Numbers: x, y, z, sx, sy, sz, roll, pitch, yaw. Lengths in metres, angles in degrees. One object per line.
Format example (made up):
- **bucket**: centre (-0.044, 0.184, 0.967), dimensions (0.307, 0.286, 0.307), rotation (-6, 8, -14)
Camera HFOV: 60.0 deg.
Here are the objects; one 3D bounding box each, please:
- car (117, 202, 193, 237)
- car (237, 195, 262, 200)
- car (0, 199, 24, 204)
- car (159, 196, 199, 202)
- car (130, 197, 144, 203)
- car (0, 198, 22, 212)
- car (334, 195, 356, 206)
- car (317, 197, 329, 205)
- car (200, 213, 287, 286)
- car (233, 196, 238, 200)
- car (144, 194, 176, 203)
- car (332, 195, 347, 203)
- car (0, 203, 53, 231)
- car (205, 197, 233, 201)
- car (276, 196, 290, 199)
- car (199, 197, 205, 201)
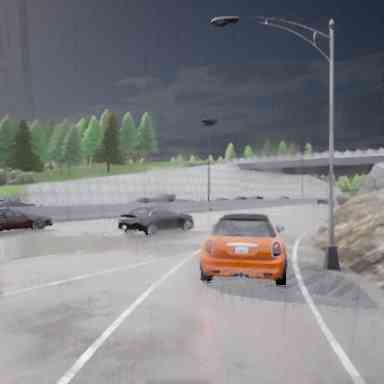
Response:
- **car**: centre (-1.871, 1.545, 18.496), dimensions (2.128, 1.511, 4.902), rotation (0, 0, 38)
- **car**: centre (10.973, 1.791, 63.039), dimensions (1.994, 1.385, 4.181), rotation (0, 0, 39)
- **car**: centre (-19.713, 1.609, 35.747), dimensions (2.033, 1.411, 5.357), rotation (0, 0, 38)
- **car**: centre (-1.783, 1.691, 47.080), dimensions (2.033, 1.411, 5.357), rotation (0, 0, 38)
- **car**: centre (-8.213, 1.660, 55.849), dimensions (1.837, 1.490, 4.892), rotation (0, 0, 39)
- **car**: centre (-23.254, 1.570, 39.884), dimensions (4.892, 1.490, 1.837), rotation (0, 1, -38)
- **car**: centre (28.824, 1.786, 62.967), dimensions (2.128, 1.511, 4.902), rotation (0, 0, 38)
- **car**: centre (26.082, 1.746, 65.143), dimensions (1.882, 1.535, 5.008), rotation (0, 0, 38)
- **car**: centre (1.616, 1.387, 9.830), dimensions (2.097, 1.767, 4.553), rotation (0, 0, 12)
- **car**: centre (11.283, 1.731, 80.277), dimensions (1.837, 1.490, 4.892), rotation (0, 0, 38)
- **car**: centre (-4.715, 1.382, 54.635), dimensions (2.150, 2.045, 5.566), rotation (0, 0, 39)
- **car**: centre (32.541, 1.542, 73.282), dimensions (2.097, 1.767, 4.553), rotation (0, 0, 38)
- **car**: centre (-10.698, 1.579, 18.634), dimensions (2.033, 1.411, 5.357), rotation (0, 0, 38)
- **car**: centre (5.518, 1.771, 67.387), dimensions (2.033, 1.411, 5.357), rotation (0, 0, 39)
- **car**: centre (20.269, 1.688, 74.708), dimensions (1.882, 1.535, 5.008), rotation (0, 0, 38)
- **car**: centre (1.576, 1.744, 68.048), dimensions (1.812, 1.442, 4.674), rotation (0, 0, 39)
